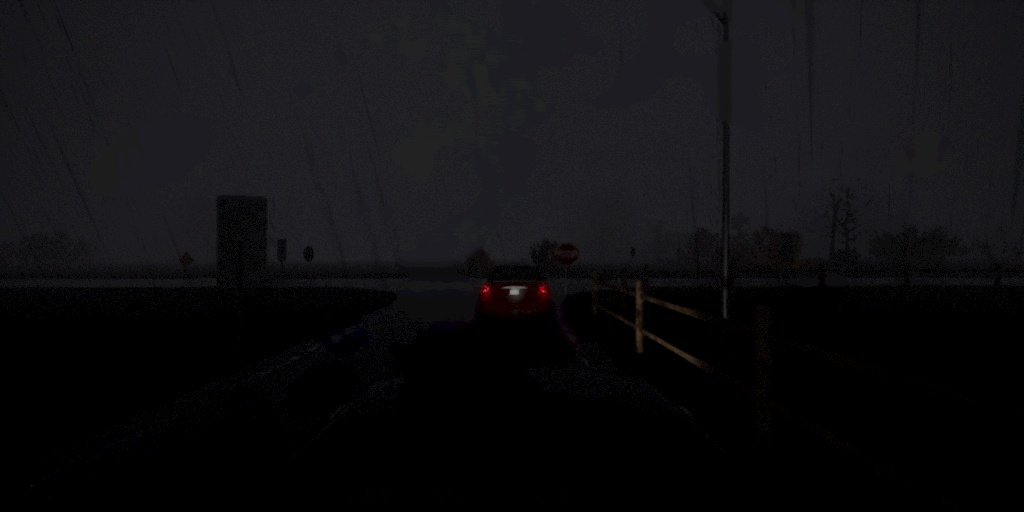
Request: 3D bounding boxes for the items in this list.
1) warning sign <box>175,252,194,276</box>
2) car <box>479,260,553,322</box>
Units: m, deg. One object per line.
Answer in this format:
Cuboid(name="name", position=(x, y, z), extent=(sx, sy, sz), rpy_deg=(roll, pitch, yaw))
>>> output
Cuboid(name="warning sign", position=(-25.315, 0.600, 27.852), extent=(1.060, 1.860, 1.300), rpy_deg=(0, 0, 1))
Cuboid(name="car", position=(0.235, 0.974, 11.907), extent=(2.097, 1.767, 4.553), rpy_deg=(0, 1, 4))
